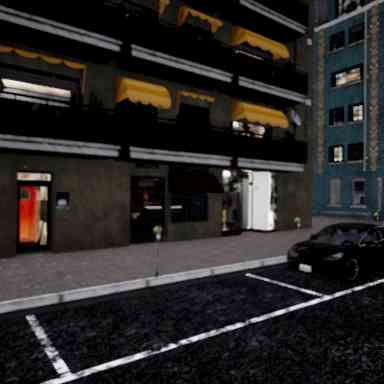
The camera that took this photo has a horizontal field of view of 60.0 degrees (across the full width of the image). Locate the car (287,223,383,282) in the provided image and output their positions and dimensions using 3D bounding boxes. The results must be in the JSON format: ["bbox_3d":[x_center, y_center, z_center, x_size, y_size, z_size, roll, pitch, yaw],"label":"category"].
[{"bbox_3d":[4.735,1.621,9.931,4.313,1.339,1.947,0,0,-36],"label":"car"}]
